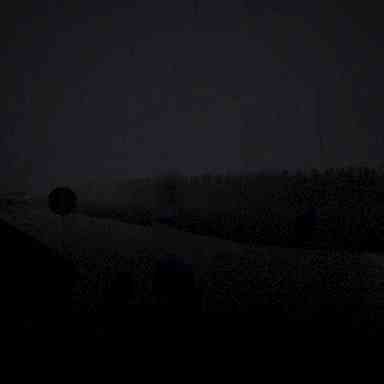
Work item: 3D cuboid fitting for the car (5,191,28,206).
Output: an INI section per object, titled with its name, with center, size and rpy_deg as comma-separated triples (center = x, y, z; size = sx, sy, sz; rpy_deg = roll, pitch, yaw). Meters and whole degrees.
[car]
center = -25.060, 0.847, 47.431
size = 2.150, 2.045, 5.566
rpy_deg = -1, 1, -38
